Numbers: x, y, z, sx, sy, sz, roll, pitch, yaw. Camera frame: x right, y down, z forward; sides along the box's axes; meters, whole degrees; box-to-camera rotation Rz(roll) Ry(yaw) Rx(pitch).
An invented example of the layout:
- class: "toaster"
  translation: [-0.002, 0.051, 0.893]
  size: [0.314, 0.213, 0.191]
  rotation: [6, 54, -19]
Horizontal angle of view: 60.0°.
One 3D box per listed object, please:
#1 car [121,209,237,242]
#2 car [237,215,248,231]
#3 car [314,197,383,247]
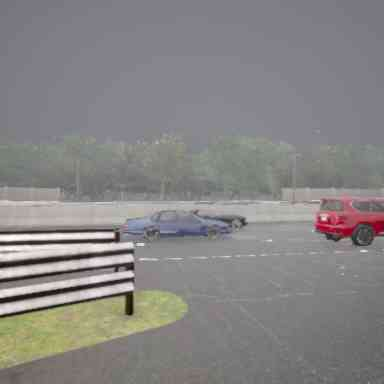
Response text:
- class: "car"
  translation: [-0.788, 1.607, 16.532]
  size: [5.357, 1.411, 2.033]
  rotation: [0, -1, -12]
- class: "car"
  translation: [0.977, 1.707, 20.503]
  size: [4.718, 1.301, 1.895]
  rotation: [0, -1, -12]
- class: "car"
  translation: [8.307, 1.259, 14.956]
  size: [5.566, 2.045, 2.150]
  rotation: [0, -1, -12]
